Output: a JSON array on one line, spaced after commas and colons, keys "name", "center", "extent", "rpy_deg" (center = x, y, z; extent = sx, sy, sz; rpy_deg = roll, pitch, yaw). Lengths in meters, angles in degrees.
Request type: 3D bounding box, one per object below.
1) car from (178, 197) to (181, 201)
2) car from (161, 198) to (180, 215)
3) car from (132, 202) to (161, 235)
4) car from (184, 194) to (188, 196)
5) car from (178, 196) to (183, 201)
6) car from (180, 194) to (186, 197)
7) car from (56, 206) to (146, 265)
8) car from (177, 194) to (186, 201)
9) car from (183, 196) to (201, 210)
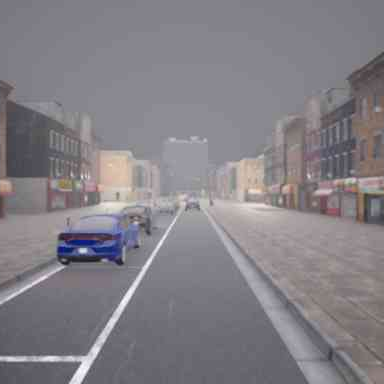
[{"name": "car", "center": [-2.636, 1.580, 39.435], "extent": [1.887, 1.381, 4.507], "rpy_deg": [0, 0, 0]}, {"name": "car", "center": [-2.635, 1.575, 33.941], "extent": [2.008, 1.369, 4.403], "rpy_deg": [0, 0, 0]}, {"name": "car", "center": [-3.022, 1.506, 18.688], "extent": [1.837, 1.490, 4.892], "rpy_deg": [0, 0, 0]}, {"name": "car", "center": [-0.002, 1.551, 53.171], "extent": [1.882, 1.535, 5.008], "rpy_deg": [0, 0, -1]}, {"name": "car", "center": [-2.637, 1.594, 44.930], "extent": [1.887, 1.381, 4.507], "rpy_deg": [0, 0, 0]}, {"name": "car", "center": [-2.642, 1.707, 82.211], "extent": [1.752, 1.417, 4.829], "rpy_deg": [0, 0, 0]}, {"name": "car", "center": [-3.015, 1.475, 11.687], "extent": [1.882, 1.535, 5.008], "rpy_deg": [0, 0, 0]}, {"name": "car", "center": [-2.641, 1.522, 87.825], "extent": [2.192, 1.841, 5.009], "rpy_deg": [0, 0, 0]}, {"name": "car", "center": [0.087, 1.569, 42.572], "extent": [1.812, 1.442, 4.674], "rpy_deg": [0, 0, 0]}]
